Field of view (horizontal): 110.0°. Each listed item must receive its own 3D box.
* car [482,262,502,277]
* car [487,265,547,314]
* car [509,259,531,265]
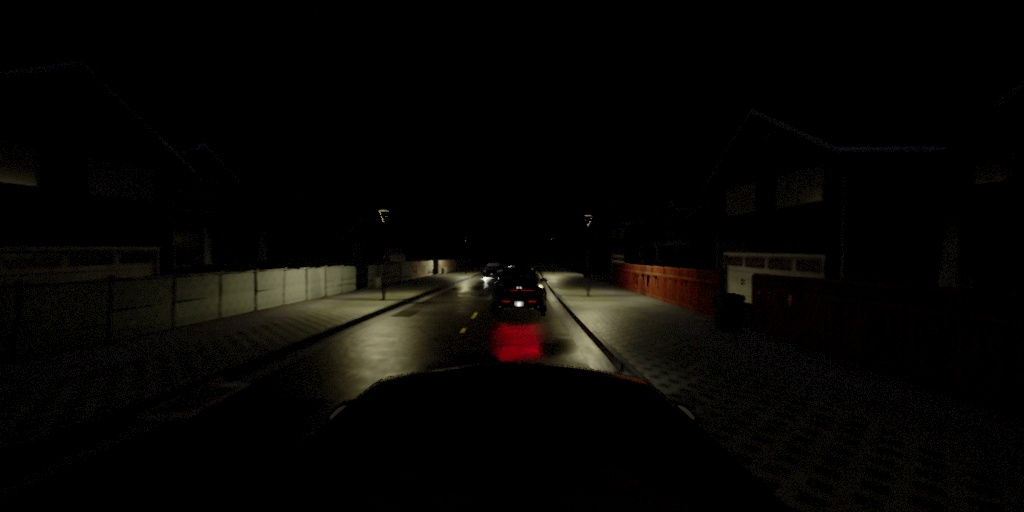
[{"bbox_3d":[-1.746,1.299,35.676,2.033,1.411,5.357,0,0,3],"label":"car"},{"bbox_3d":[0.280,1.250,13.649,1.837,1.490,4.892,0,0,1],"label":"car"},{"bbox_3d":[0.914,1.259,29.720,1.837,1.490,4.892,0,0,3],"label":"car"}]
